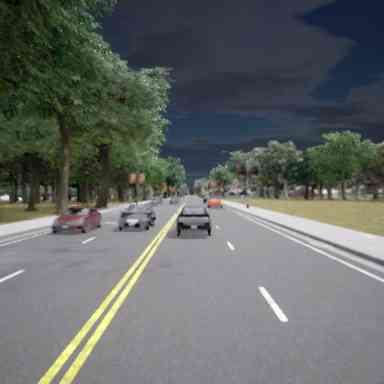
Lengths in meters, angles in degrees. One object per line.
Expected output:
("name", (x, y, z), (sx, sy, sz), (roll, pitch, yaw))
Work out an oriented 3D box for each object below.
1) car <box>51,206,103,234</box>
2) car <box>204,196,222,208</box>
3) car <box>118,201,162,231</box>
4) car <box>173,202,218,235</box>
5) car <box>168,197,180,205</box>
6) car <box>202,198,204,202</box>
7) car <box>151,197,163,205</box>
("car", (-6.594, 1.562, 19.609), (1.812, 1.442, 4.674), (0, 0, 0))
("car", (3.361, 1.469, 50.502), (2.097, 1.767, 4.553), (0, 0, 0))
("car", (-3.344, 1.531, 20.996), (2.128, 1.511, 4.902), (0, 0, 0))
("car", (0.105, 1.526, 18.914), (2.128, 1.511, 4.902), (0, 0, 0))
("car", (-3.262, 1.670, 62.299), (1.837, 1.490, 4.892), (0, 0, 1))
("car", (3.265, 1.709, 70.949), (1.837, 1.490, 4.892), (0, 0, 0))
("car", (-6.515, 1.660, 61.883), (2.128, 1.511, 4.902), (0, 0, 1))
